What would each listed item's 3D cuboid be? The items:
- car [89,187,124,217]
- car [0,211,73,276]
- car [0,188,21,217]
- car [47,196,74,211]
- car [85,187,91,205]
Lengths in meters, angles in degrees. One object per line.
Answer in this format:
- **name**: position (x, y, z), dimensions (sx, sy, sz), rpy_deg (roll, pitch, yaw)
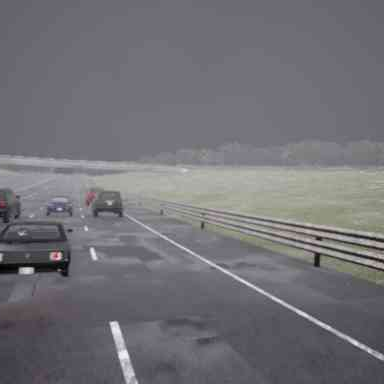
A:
- **car**: position (-6.823, 0.863, 26.773), dimensions (2.150, 2.045, 5.566), rpy_deg (2, 1, -19)
- **car**: position (-4.446, 1.453, 9.578), dimensions (1.895, 1.301, 4.718), rpy_deg (2, 0, -20)
- **car**: position (-11.889, 0.730, 20.178), dimensions (2.150, 2.045, 5.566), rpy_deg (2, 1, -19)
- **car**: position (-10.407, 1.025, 26.411), dimensions (1.812, 1.442, 4.674), rpy_deg (2, 1, -20)
- **car**: position (-11.321, 0.462, 39.277), dimensions (2.150, 2.045, 5.566), rpy_deg (2, 2, -19)
